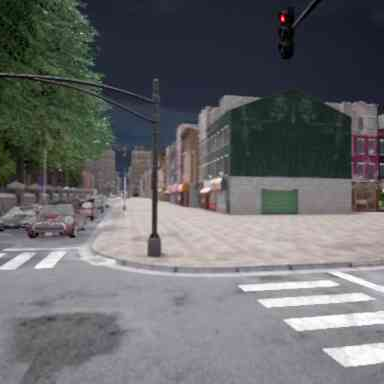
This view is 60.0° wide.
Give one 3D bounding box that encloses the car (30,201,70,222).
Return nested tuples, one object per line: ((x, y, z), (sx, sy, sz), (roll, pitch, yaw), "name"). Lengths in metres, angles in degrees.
((-11.142, 1.480, 26.378), (2.008, 1.369, 4.403), (2, 0, -11), "car")

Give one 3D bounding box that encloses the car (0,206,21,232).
((-9.772, 1.482, 19.376), (2.008, 1.369, 4.403), (2, 0, -11), "car")

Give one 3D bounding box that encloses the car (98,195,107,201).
((-22.845, 1.599, 85.005), (1.752, 1.417, 4.829), (2, -1, -11), "car")

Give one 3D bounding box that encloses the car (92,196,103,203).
((-19.643, 1.531, 68.970), (1.752, 1.417, 4.829), (2, -1, -11), "car")

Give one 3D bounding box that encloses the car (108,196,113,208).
((-12.580, 1.575, 46.711), (1.895, 1.301, 4.718), (1, 0, -11), "car")

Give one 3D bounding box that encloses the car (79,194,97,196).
((-15.402, 1.263, 47.759), (2.192, 1.841, 5.009), (2, 0, -11), "car")

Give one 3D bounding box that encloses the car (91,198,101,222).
((-8.547, 1.484, 26.322), (1.812, 1.442, 4.674), (1, 0, -11), "car")

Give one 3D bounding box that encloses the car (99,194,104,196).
((-18.607, 1.428, 63.792), (1.967, 1.590, 4.097), (2, -1, -11), "car")

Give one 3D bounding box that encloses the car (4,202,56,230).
((-10.181, 1.455, 21.307), (1.752, 1.417, 4.829), (2, 0, -11), "car")

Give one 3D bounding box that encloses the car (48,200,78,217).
((-12.209, 1.496, 31.723), (1.947, 1.339, 4.313), (2, 0, -11), "car")

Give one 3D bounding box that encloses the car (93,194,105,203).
((-20.737, 1.342, 74.484), (2.192, 1.841, 5.009), (2, -1, -11), "car")

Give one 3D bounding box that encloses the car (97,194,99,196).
((-16.473, 1.399, 53.103), (1.967, 1.590, 4.097), (2, 0, -11), "car")

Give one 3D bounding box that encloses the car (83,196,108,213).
((-10.516, 1.465, 36.176), (1.837, 1.490, 4.892), (1, 0, -11), "car")

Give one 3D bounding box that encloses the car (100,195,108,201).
((-23.946, 1.654, 90.516), (2.008, 1.369, 4.403), (2, -1, -11), "car")

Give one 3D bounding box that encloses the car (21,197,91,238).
((-6.800, 1.312, 17.187), (2.097, 1.767, 4.553), (1, 0, -9), "car")

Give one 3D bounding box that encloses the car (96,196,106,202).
((-21.811, 1.599, 79.826), (2.008, 1.369, 4.403), (2, -1, -11), "car")
